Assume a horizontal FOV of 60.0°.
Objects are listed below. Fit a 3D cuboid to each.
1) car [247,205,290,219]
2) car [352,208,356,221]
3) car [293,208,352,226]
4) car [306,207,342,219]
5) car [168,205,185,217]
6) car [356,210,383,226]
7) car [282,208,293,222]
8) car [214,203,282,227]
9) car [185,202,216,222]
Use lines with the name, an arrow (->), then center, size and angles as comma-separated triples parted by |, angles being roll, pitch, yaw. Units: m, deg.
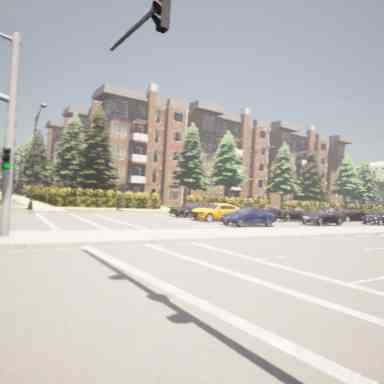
car -> 8.415, 2.203, 36.450 | 4.718, 1.301, 1.895 | 4, 0, -34
car -> 18.247, 2.670, 38.854 | 5.008, 1.535, 1.882 | 4, 0, -34
car -> 11.967, 2.287, 30.453 | 4.902, 1.511, 2.128 | 4, 0, -34
car -> 16.717, 2.712, 42.039 | 4.718, 1.301, 1.895 | 4, 0, -34
car -> 0.479, 1.664, 31.104 | 5.357, 1.411, 2.033 | 4, 0, -34
car -> 20.391, 2.816, 36.133 | 4.892, 1.490, 1.837 | 4, 0, -34
car -> 9.946, 2.285, 33.299 | 4.718, 1.301, 1.895 | 4, 0, -34
car -> 4.312, 1.853, 25.250 | 4.674, 1.442, 1.812 | 3, 0, -34
car -> 2.231, 1.689, 28.070 | 5.008, 1.535, 1.882 | 4, 0, -34
